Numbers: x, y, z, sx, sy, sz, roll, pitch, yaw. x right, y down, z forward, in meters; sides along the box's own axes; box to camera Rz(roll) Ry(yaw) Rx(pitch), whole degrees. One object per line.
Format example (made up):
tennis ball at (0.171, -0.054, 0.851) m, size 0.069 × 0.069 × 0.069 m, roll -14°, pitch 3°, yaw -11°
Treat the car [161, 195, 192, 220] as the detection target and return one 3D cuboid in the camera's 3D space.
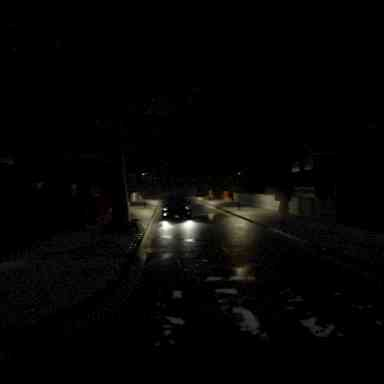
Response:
car at (-1.198, 1.055, 24.869) m, size 2.097 × 1.767 × 4.553 m, roll -1°, pitch 1°, yaw -4°
